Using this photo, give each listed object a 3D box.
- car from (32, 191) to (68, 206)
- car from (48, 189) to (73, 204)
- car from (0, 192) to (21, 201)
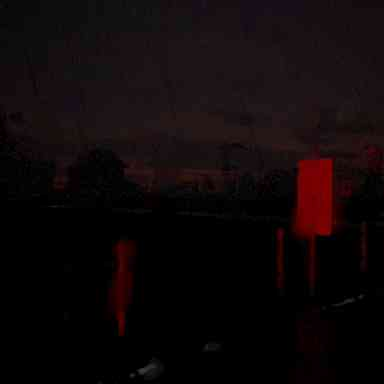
[{"bbox_3d":[-17.794,0.986,40.932,4.181,1.385,1.994,1,0,33],"label":"car"},{"bbox_3d":[-18.251,0.657,44.626,5.566,2.045,2.150,1,0,35],"label":"car"},{"bbox_3d":[-28.356,0.741,51.445,4.902,1.511,2.128,1,0,35],"label":"car"}]
